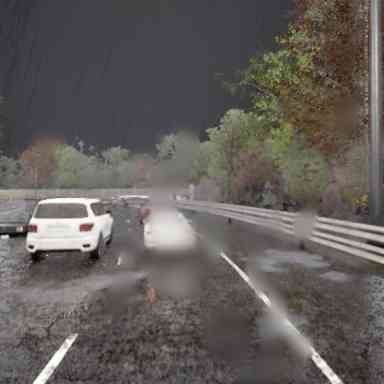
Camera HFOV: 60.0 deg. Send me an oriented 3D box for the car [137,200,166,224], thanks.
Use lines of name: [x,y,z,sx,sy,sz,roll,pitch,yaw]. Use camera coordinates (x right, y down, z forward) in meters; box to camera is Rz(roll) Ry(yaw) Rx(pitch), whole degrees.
car: [-2.966,1.363,24.945,2.097,1.767,4.553,0,0,-12]

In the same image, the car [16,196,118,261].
car: [-4.313,1.245,12.589,2.150,2.045,5.566,0,0,-7]

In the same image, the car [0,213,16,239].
car: [-8.398,1.648,16.515,1.895,1.301,4.718,0,0,-9]

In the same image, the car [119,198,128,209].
car: [-10.238,1.541,46.152,2.128,1.511,4.902,0,0,-24]

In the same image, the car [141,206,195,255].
car: [-0.980,1.528,13.321,1.812,1.442,4.674,0,0,-7]
